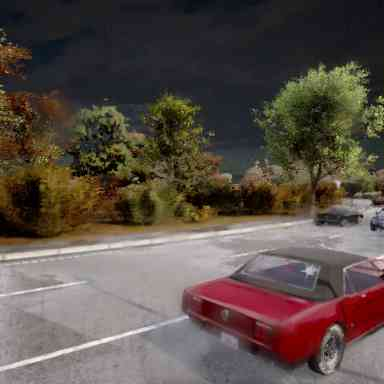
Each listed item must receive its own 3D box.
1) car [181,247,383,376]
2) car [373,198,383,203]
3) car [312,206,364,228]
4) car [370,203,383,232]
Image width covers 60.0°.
[{"bbox_3d":[2.225,1.613,5.620,4.718,1.301,1.895,0,0,-38],"label":"car"},{"bbox_3d":[31.927,1.645,56.414,1.895,1.301,4.718,0,0,23],"label":"car"},{"bbox_3d":[9.893,1.634,22.399,1.895,1.301,4.718,0,0,43],"label":"car"},{"bbox_3d":[12.059,1.552,19.654,1.812,1.442,4.674,0,0,43],"label":"car"}]
